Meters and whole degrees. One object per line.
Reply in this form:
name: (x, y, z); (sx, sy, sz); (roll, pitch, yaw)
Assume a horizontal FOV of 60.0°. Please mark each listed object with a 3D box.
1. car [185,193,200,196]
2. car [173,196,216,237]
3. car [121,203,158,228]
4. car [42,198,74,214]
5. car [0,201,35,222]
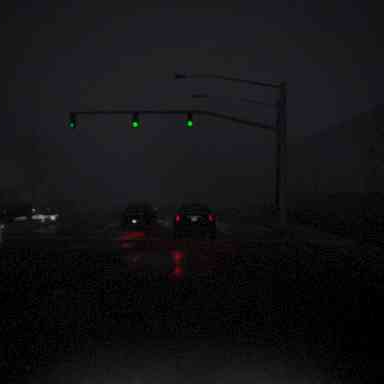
car: (0.018, 1.101, 51.368); (2.150, 2.045, 5.566); (0, 0, 0)
car: (0.106, 1.315, 18.046); (2.097, 1.767, 4.553); (0, 0, 0)
car: (-3.393, 1.462, 21.970); (1.837, 1.490, 4.892); (0, 0, 0)
car: (-14.012, 1.427, 34.948); (2.128, 1.511, 4.902); (0, 0, 1)
car: (-14.016, 1.450, 25.726); (2.128, 1.511, 4.902); (0, 0, 0)
